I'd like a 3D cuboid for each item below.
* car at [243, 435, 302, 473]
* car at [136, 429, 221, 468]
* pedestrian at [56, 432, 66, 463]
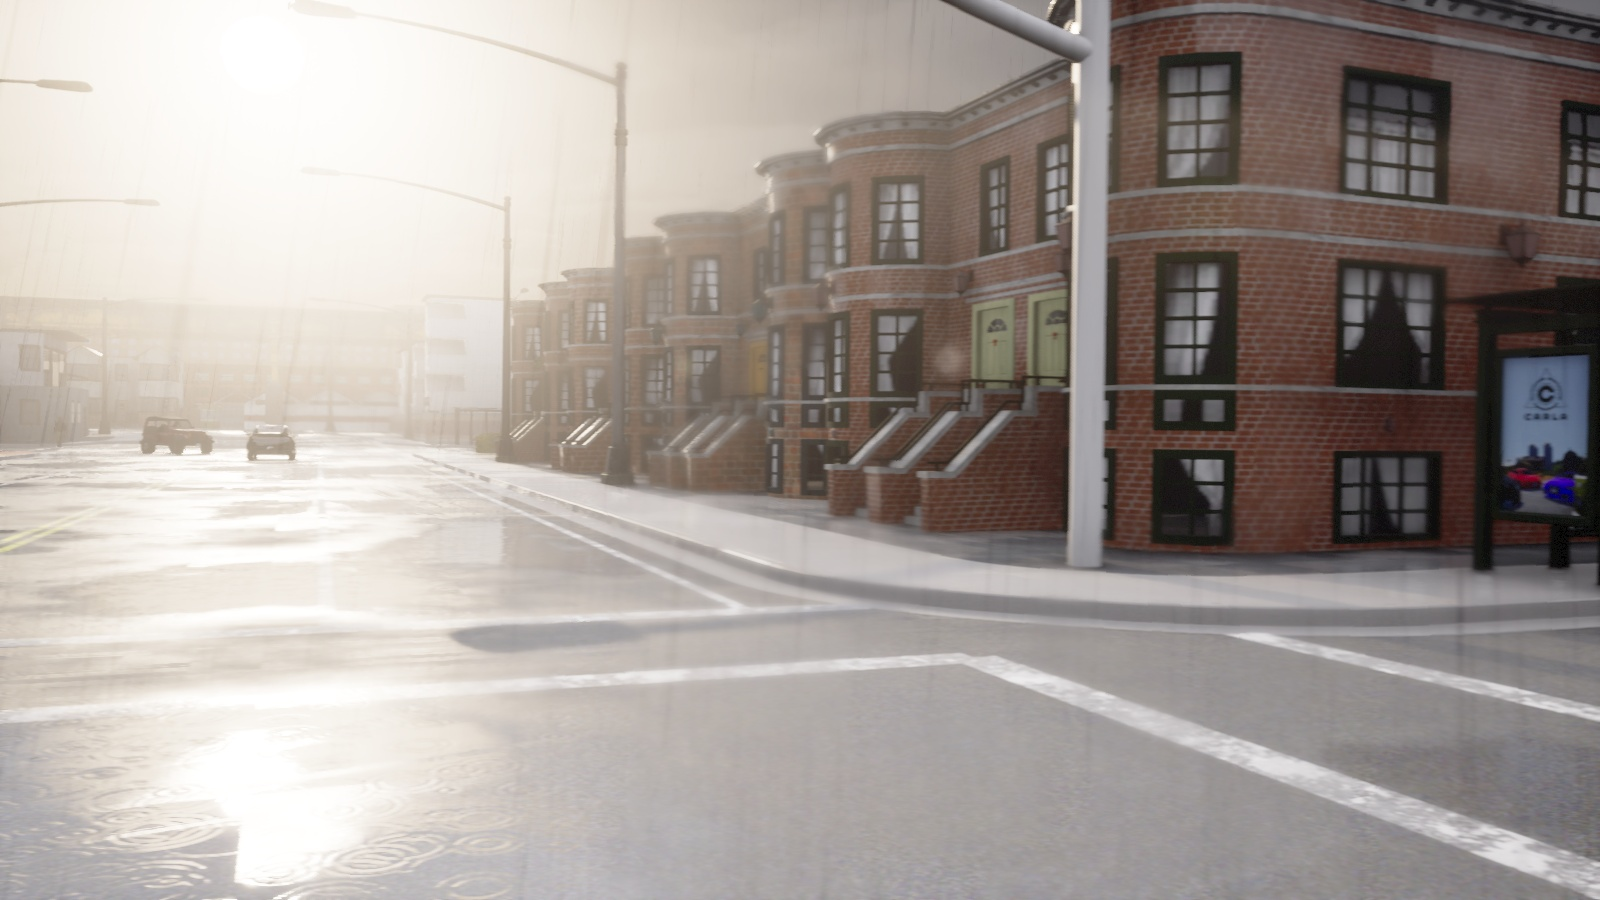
[{"bbox_3d":[-22.533,0.122,53.812,2.128,1.511,4.902,-1,1,-21],"label":"car"},{"bbox_3d":[-31.084,-0.066,62.801,3.866,1.878,1.905,0,1,29],"label":"car"},{"bbox_3d":[-43.268,-0.145,73.522,0.431,1.840,0.703,-1,1,-26],"label":"pedestrian"}]
